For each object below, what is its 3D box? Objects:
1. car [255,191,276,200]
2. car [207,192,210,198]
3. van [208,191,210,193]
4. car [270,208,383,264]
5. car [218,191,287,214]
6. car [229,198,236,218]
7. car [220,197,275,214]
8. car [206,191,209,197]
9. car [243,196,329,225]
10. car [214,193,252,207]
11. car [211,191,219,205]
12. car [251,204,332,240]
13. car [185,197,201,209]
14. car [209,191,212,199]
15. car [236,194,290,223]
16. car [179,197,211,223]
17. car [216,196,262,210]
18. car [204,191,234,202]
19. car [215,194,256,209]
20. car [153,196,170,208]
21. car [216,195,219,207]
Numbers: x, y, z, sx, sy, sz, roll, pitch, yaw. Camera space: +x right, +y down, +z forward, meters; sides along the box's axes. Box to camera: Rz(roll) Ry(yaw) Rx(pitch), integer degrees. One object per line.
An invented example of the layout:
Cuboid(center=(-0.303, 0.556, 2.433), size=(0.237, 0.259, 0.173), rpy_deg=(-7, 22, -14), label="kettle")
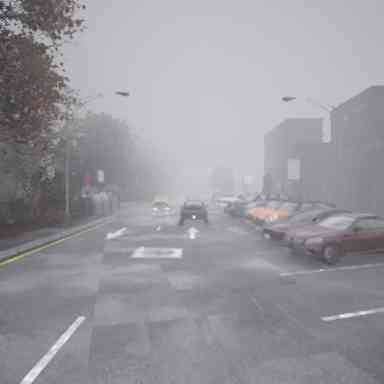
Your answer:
Cuboid(center=(18.501, 0.867, 84.312), size=(2.435, 2.045, 5.566), rpy_deg=(0, 1, -21), label="car")
Cuboid(center=(5.467, 1.206, 53.303), size=(5.008, 1.535, 2.097), rpy_deg=(1, 0, -20), label="car")
Cuboid(center=(5.592, 0.972, 56.348), size=(4.442, 1.987, 1.878), rpy_deg=(1, 0, -20), label="van")
Cuboid(center=(5.317, 1.447, 11.265), size=(4.674, 1.452, 2.002), rpy_deg=(1, 1, -20), label="car")
Cuboid(center=(5.357, 1.065, 26.250), size=(5.566, 2.045, 2.435), rpy_deg=(1, 1, -20), label="car")
Cuboid(center=(5.351, 1.373, 23.274), size=(4.674, 1.452, 2.002), rpy_deg=(1, 0, -20), label="car")
Cuboid(center=(5.365, 1.316, 32.267), size=(4.792, 1.488, 2.163), rpy_deg=(1, 1, -20), label="car")
Cuboid(center=(5.313, 1.172, 62.248), size=(5.366, 1.575, 1.946), rpy_deg=(1, 0, -20), label="car")
Cuboid(center=(5.365, 1.243, 17.275), size=(4.553, 1.767, 2.185), rpy_deg=(1, 1, -20), label="car")
Cuboid(center=(5.414, 1.110, 44.283), size=(4.553, 1.767, 2.185), rpy_deg=(1, 0, -20), label="car")
Cuboid(center=(5.384, 1.021, 35.267), size=(5.566, 2.045, 2.435), rpy_deg=(1, 1, -20), label="car")
Cuboid(center=(5.295, 1.416, 14.256), size=(4.792, 1.488, 2.163), rpy_deg=(1, 1, -20), label="car")
Cuboid(center=(0.178, 1.361, 41.777), size=(1.895, 1.301, 4.718), rpy_deg=(0, 0, 0), label="car")
Cuboid(center=(5.500, 1.090, 50.300), size=(4.553, 1.767, 2.185), rpy_deg=(1, 0, -20), label="car")
Cuboid(center=(5.376, 1.225, 20.277), size=(4.553, 1.767, 2.185), rpy_deg=(1, 1, -20), label="car")
Cuboid(center=(0.133, 1.349, 23.818), size=(1.837, 1.490, 4.892), rpy_deg=(0, 0, 0), label="car")
Cuboid(center=(5.395, 1.289, 38.268), size=(4.792, 1.488, 2.163), rpy_deg=(1, 1, -20), label="car")
Cuboid(center=(5.511, 0.907, 68.340), size=(5.566, 2.045, 2.435), rpy_deg=(1, 0, -20), label="car")
Cuboid(center=(5.402, 1.121, 41.282), size=(4.553, 1.767, 2.185), rpy_deg=(1, 0, -20), label="car")
Cuboid(center=(-4.016, 1.229, 44.008), size=(1.882, 1.535, 5.008), rpy_deg=(0, 0, 0), label="car")
Cuboid(center=(5.206, 1.296, 29.210), size=(5.366, 1.575, 1.946), rpy_deg=(1, 1, -20), label="car")
